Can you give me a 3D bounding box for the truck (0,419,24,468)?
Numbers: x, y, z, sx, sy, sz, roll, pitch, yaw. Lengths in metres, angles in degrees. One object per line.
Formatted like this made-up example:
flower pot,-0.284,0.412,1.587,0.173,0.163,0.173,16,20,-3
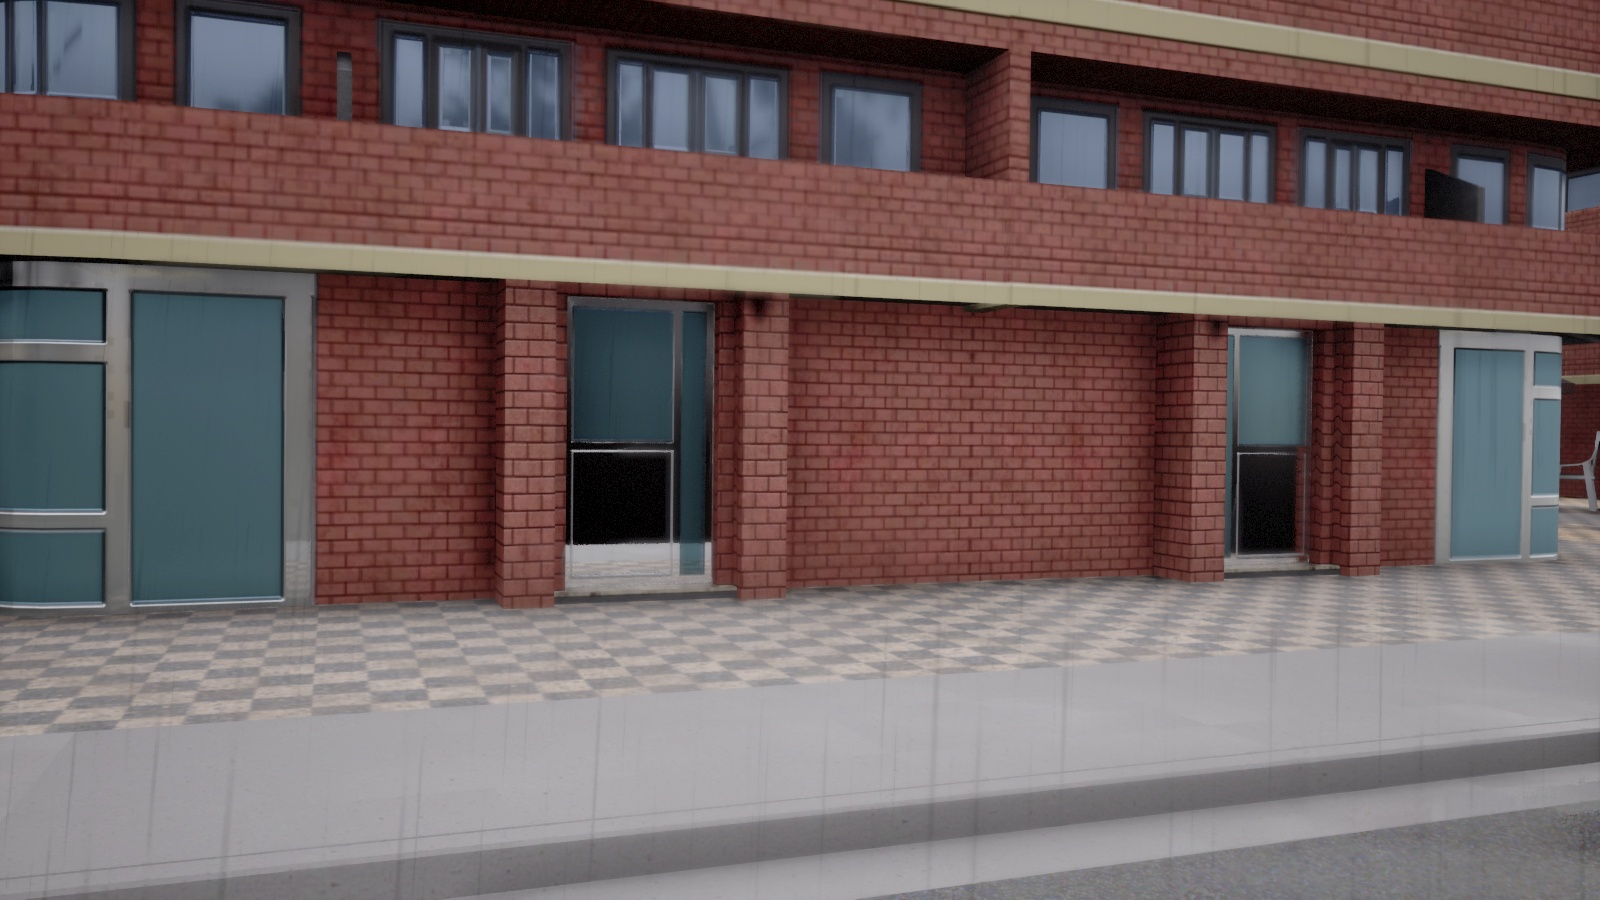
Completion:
truck,-42.067,-0.323,64.720,2.627,2.467,5.204,-1,1,-22
